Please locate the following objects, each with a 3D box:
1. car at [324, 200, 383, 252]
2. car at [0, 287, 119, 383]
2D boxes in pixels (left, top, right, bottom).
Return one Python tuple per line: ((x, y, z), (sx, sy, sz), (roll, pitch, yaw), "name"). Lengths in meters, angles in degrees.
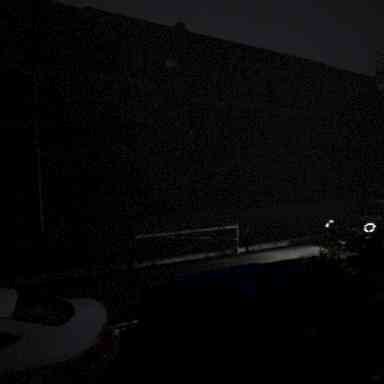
((7.293, 1.140, 12.971), (4.553, 1.767, 2.097), (-2, 1, -30), "car")
((-3.092, 1.795, 3.273), (4.674, 1.452, 2.002), (0, 2, -27), "car")
